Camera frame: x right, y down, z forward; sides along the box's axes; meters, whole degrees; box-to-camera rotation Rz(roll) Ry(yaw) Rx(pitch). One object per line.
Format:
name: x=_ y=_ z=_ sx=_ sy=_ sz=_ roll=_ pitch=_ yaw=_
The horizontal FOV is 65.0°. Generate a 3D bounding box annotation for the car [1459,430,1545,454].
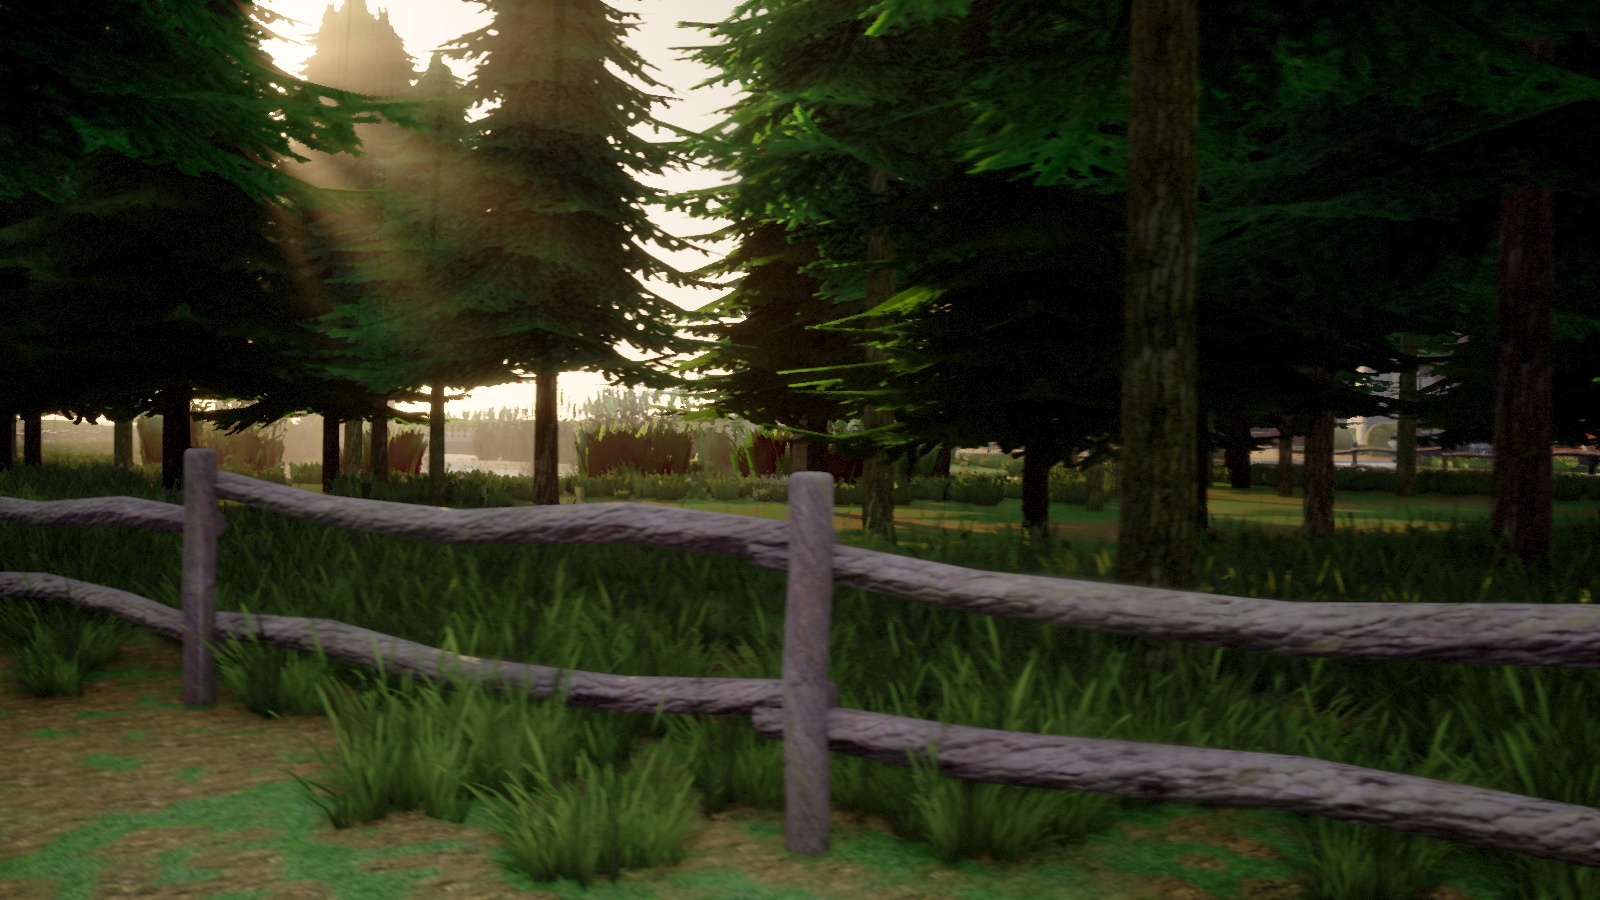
car: x=40.810 y=-0.473 z=73.017 sx=4.718 sy=1.301 sz=1.895 roll=-1 pitch=1 yaw=-23

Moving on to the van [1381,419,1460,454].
van: x=37.206 y=-0.819 z=75.263 sx=4.442 sy=1.987 sz=1.775 roll=-1 pitch=1 yaw=-23

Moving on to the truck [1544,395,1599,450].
truck: x=52.594 y=-1.774 z=81.947 sx=7.936 sy=3.462 sz=2.891 roll=-1 pitch=1 yaw=-23
